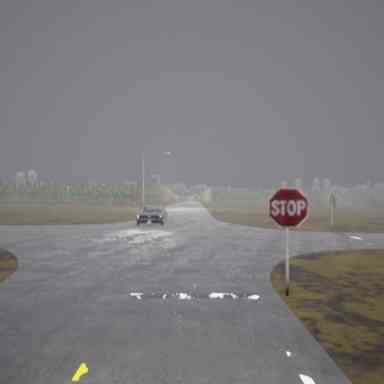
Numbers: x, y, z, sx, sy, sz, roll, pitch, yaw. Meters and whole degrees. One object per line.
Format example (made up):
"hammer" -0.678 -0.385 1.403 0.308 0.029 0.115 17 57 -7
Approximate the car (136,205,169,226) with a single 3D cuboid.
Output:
"car" -2.736 1.628 23.462 1.895 1.301 4.718 0 0 0
